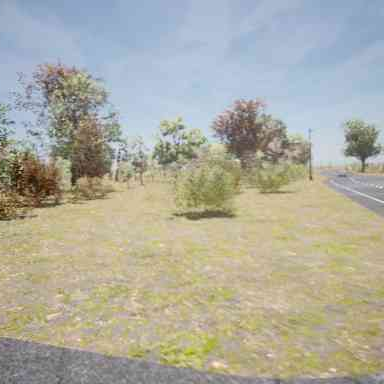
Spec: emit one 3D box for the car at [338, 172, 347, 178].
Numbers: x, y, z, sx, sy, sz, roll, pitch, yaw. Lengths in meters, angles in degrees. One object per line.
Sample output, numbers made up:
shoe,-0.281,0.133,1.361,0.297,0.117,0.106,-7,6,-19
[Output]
car,34.673,-4.005,76.706,2.033,1.411,5.357,-1,3,24
